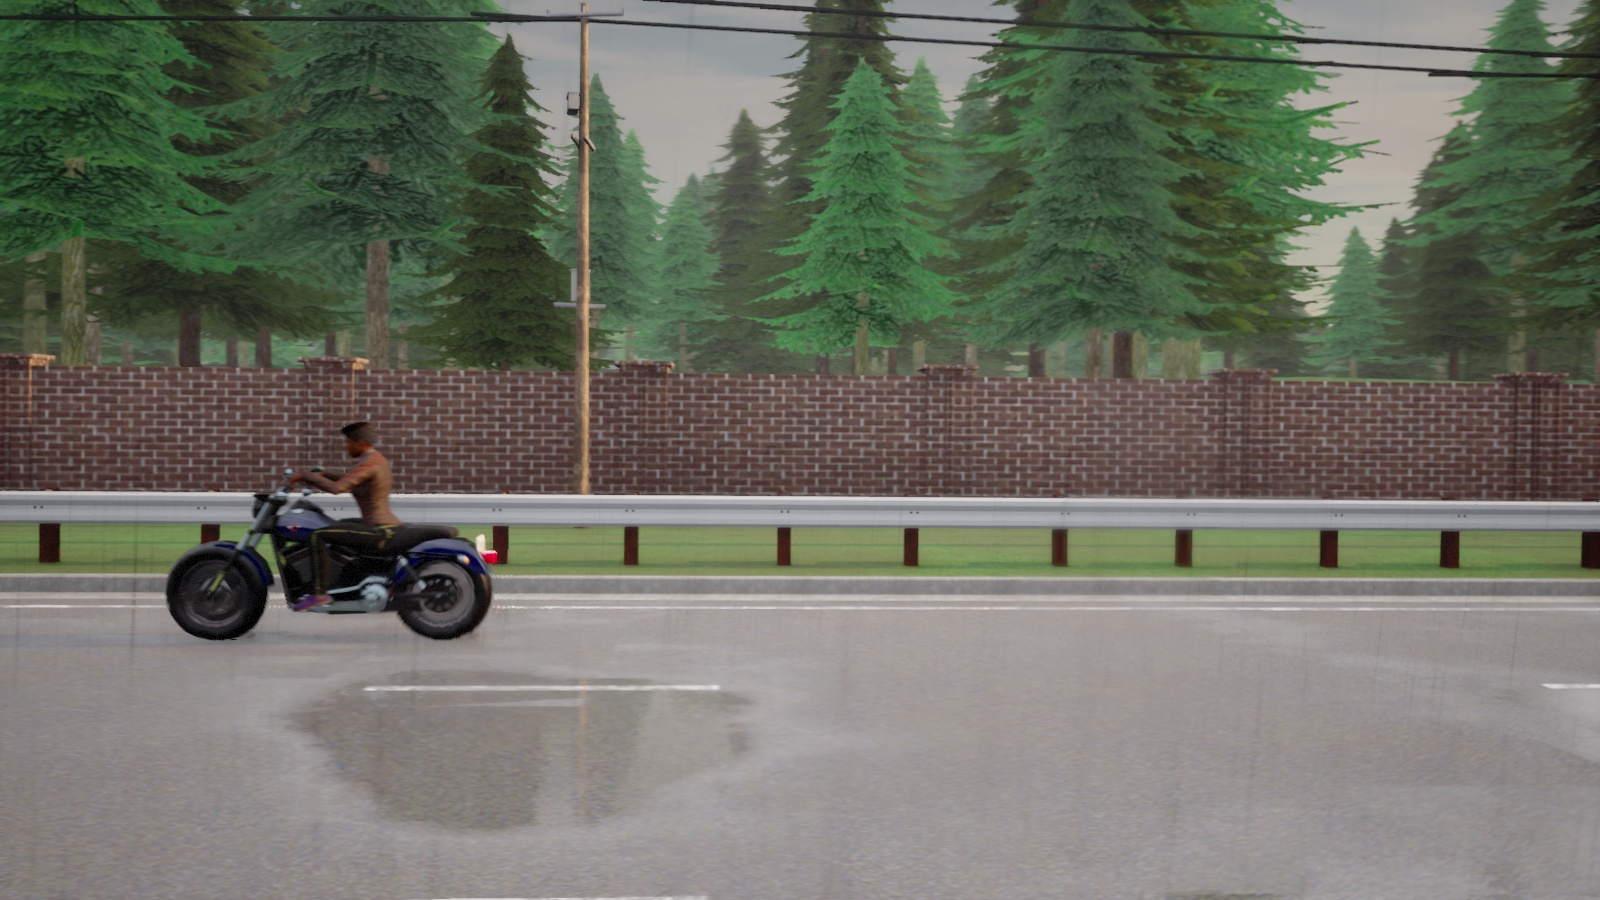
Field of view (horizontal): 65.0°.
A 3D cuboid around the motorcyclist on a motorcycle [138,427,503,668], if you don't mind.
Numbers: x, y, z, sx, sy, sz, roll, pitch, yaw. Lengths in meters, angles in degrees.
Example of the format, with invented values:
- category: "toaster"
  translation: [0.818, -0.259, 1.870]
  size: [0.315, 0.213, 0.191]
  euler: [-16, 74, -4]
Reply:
- category: "motorcyclist on a motorcycle"
  translation: [-3.445, 0.673, 9.201]
  size: [2.350, 1.649, 0.766]
  euler: [-1, 1, -3]
